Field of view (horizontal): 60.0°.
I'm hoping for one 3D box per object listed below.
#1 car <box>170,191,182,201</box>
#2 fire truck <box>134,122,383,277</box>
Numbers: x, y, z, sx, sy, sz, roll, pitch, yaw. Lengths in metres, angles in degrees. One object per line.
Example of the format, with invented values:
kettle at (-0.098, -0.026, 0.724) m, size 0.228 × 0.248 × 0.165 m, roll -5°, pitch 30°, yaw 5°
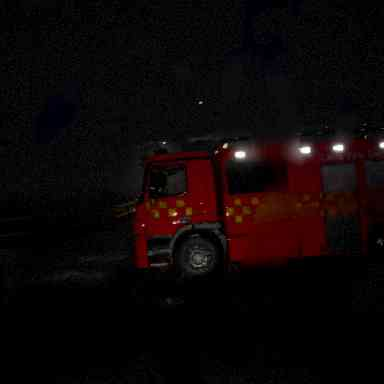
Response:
car at (-2.761, 0.684, 59.082) m, size 1.837 × 1.490 × 4.892 m, roll 0°, pitch 2°, yaw 0°
fire truck at (2.633, 0.157, 9.985) m, size 8.468 × 3.827 × 2.891 m, roll -4°, pitch 1°, yaw 0°
